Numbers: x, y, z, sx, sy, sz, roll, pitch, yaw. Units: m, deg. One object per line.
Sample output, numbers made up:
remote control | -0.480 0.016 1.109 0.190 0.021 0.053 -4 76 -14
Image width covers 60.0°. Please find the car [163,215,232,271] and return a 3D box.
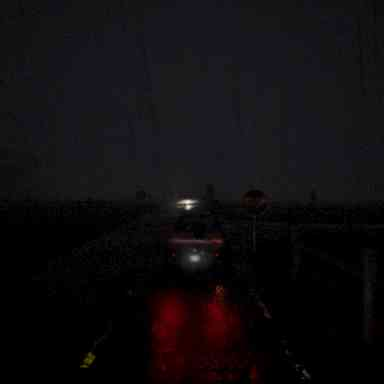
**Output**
car | 0.266 1.481 10.886 2.128 1.511 4.902 0 0 5
